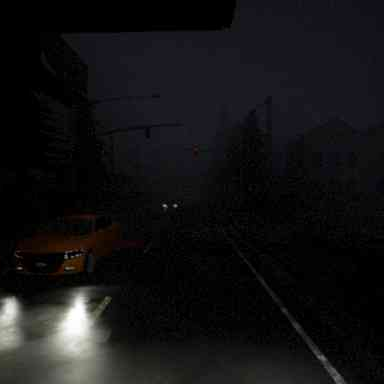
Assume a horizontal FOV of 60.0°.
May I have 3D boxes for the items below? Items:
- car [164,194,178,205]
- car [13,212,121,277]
[{"bbox_3d":[-3.571,1.216,56.150,2.097,1.767,4.553,0,0,0],"label":"car"},{"bbox_3d":[-3.580,1.452,10.399,1.882,1.535,5.008,0,0,0],"label":"car"}]
